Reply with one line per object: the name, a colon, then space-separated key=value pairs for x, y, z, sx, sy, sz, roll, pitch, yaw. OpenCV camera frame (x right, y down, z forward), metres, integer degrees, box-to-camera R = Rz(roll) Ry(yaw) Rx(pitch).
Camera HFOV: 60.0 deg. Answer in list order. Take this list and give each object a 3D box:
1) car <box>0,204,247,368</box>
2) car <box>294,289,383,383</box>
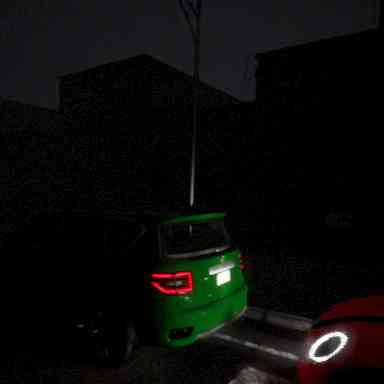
car: x=-1.756 y=1.243 z=6.021 sx=5.566 sy=2.045 sz=2.150 roll=0 pitch=0 yaw=36
car: x=3.170 y=1.370 z=2.485 sx=4.553 sy=1.767 sz=2.097 roll=0 pitch=0 yaw=36
